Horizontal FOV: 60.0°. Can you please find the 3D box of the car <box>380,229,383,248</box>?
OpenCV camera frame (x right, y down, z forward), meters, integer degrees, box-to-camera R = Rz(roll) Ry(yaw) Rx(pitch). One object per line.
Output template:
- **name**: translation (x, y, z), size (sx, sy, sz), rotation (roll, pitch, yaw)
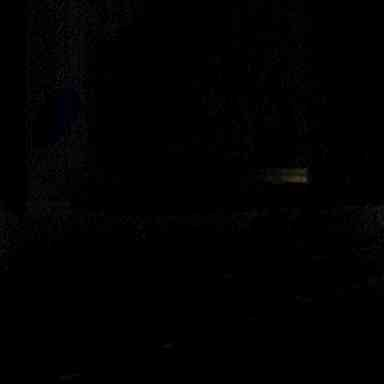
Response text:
- **car**: translation (9.110, 1.523, 13.148), size (4.403, 1.369, 2.008), rotation (0, 0, -36)
